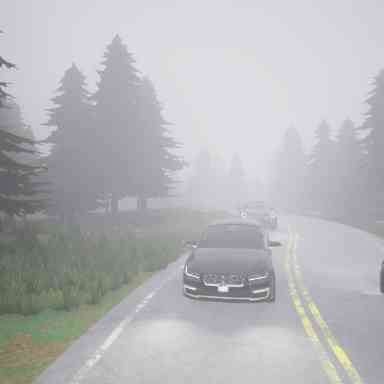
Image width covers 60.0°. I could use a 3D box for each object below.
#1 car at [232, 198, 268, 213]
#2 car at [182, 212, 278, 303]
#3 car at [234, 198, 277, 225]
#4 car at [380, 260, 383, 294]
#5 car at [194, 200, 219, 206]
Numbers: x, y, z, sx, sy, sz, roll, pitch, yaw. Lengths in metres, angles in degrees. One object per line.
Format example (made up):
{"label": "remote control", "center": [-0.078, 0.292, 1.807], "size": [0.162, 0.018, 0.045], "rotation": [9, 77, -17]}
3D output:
{"label": "car", "center": [6.160, 1.411, 35.728], "size": [1.837, 1.490, 4.892], "rotation": [2, -1, -16]}
{"label": "car", "center": [1.081, 1.496, 8.400], "size": [1.837, 1.490, 4.892], "rotation": [-1, 0, 12]}
{"label": "car", "center": [3.852, 1.271, 20.356], "size": [2.097, 1.767, 4.553], "rotation": [-1, 0, 5]}
{"label": "car", "center": [4.488, 1.309, 4.634], "size": [2.097, 1.767, 4.553], "rotation": [-1, 0, 8]}
{"label": "car", "center": [1.866, 1.799, 44.849], "size": [1.812, 1.442, 4.674], "rotation": [3, -5, -35]}
